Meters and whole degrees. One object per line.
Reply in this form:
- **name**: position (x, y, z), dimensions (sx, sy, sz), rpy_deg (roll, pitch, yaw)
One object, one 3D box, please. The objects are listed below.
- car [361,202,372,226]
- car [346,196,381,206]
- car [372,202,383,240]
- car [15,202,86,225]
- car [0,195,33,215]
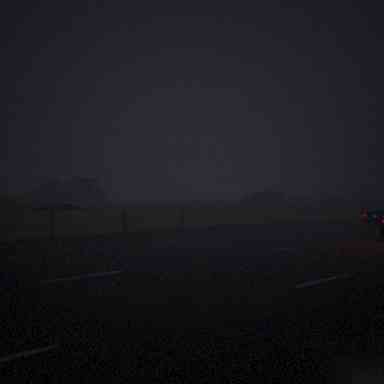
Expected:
- **car**: position (12.599, 1.427, 20.010), dimensions (5.357, 1.411, 2.033), rpy_deg (0, 1, -27)
- **car**: position (25.182, 1.280, 48.859), dimensions (4.718, 1.301, 1.895), rpy_deg (0, 1, -21)
- **car**: position (10.448, 1.273, 14.643), dimensions (4.553, 1.767, 2.097), rpy_deg (0, 1, -29)
- **car**: position (-8.208, 1.297, 19.493), dimensions (4.181, 1.385, 1.994), rpy_deg (0, 1, -34)
- **car**: position (-15.791, 1.076, 27.023), dimensions (5.008, 1.535, 1.882), rpy_deg (0, 1, -34)
